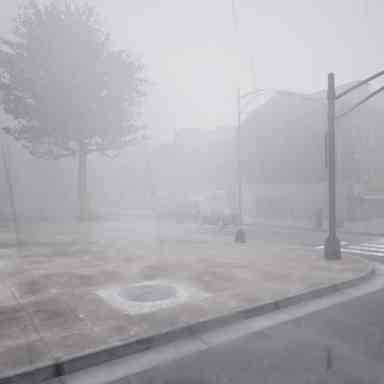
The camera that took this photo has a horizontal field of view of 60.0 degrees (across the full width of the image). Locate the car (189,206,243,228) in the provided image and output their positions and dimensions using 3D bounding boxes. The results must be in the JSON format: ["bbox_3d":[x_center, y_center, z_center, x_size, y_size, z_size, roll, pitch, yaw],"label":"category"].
[{"bbox_3d":[2.045,1.996,25.986,2.008,1.369,4.403,-3,0,-35],"label":"car"}]

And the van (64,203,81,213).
[{"bbox_3d":[-20.345,2.750,57.598,1.690,1.788,3.998,-3,0,-35],"label":"van"}]

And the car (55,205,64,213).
[{"bbox_3d":[-23.632,3.079,62.254,1.752,1.417,4.829,-3,0,-35],"label":"car"}]

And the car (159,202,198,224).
[{"bbox_3d":[-1.163,1.896,30.501,2.192,1.841,5.009,-3,0,-35],"label":"car"}]

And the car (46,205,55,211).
[{"bbox_3d":[-29.925,3.415,71.148,1.802,1.307,4.206,-3,0,-35],"label":"car"}]
